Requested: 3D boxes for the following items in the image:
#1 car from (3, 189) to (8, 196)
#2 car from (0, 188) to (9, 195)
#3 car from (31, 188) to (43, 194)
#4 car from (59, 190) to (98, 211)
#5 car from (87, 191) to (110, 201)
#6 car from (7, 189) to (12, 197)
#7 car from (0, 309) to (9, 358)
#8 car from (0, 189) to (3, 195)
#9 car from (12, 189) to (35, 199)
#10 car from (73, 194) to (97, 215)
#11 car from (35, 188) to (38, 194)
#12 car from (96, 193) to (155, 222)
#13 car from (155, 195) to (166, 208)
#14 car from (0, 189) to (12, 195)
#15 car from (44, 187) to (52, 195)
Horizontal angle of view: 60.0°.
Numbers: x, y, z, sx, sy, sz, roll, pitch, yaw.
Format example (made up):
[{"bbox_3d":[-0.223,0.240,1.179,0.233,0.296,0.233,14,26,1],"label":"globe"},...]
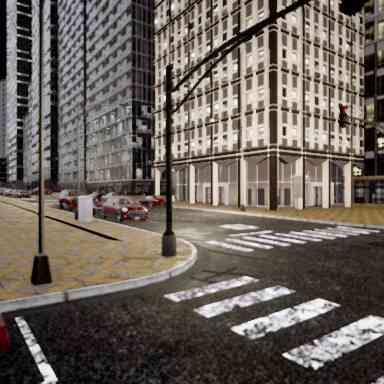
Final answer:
[{"bbox_3d":[-33.864,0.209,63.017,1.887,1.381,4.507,1,0,-36],"label":"car"},{"bbox_3d":[-43.633,-0.111,76.589,1.887,1.381,4.507,1,0,-36],"label":"car"},{"bbox_3d":[-40.138,-0.209,86.079,1.947,1.339,4.313,1,0,-36],"label":"car"},{"bbox_3d":[-11.063,0.731,31.348,2.192,1.841,5.009,1,0,-36],"label":"car"},{"bbox_3d":[-14.078,0.648,49.873,1.947,1.339,4.313,1,0,-36],"label":"car"},{"bbox_3d":[-30.607,0.323,58.493,2.008,1.369,4.403,1,0,-36],"label":"car"},{"bbox_3d":[-4.326,1.440,3.470,4.097,1.590,1.967,0,0,-36],"label":"car"},{"bbox_3d":[-37.120,0.109,67.541,2.008,1.369,4.403,1,0,-36],"label":"car"},{"bbox_3d":[-27.351,0.424,53.969,1.887,1.381,4.507,1,0,-36],"label":"car"},{"bbox_3d":[-7.814,1.105,26.825,1.802,1.307,4.206,1,0,-36],"label":"car"},{"bbox_3d":[-36.875,-0.353,81.552,2.192,1.841,5.009,1,0,-36],"label":"car"},{"bbox_3d":[-4.553,1.071,22.301,1.967,1.590,4.097,1,0,-36],"label":"car"},{"bbox_3d":[-4.305,0.986,36.295,1.802,1.307,4.206,1,0,-36],"label":"car"},{"bbox_3d":[-40.378,0.017,72.065,1.947,1.339,4.313,1,0,-36],"label":"car"},{"bbox_3d":[-33.623,-0.016,77.027,1.887,1.381,4.507,1,0,-36],"label":"car"}]
